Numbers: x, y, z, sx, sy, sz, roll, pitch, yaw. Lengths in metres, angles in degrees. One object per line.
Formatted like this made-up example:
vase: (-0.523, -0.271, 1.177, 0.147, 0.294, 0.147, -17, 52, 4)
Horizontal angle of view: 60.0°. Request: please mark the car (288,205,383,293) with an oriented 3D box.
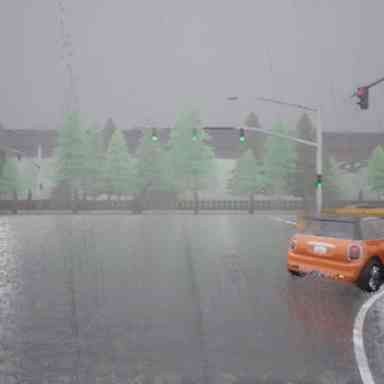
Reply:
car: (4.744, 1.413, 9.298, 4.553, 1.767, 2.097, 0, 0, -38)
